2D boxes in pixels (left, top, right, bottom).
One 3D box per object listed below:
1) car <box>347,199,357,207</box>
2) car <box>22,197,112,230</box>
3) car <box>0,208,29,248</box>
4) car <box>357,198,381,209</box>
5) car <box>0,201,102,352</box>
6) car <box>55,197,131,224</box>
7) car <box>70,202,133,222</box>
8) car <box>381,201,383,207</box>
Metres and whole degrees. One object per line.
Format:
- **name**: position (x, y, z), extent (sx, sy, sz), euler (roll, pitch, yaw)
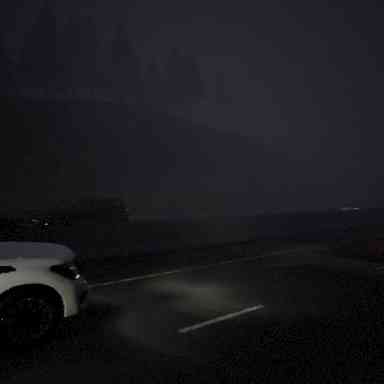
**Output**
- **car**: position (28.646, 1.881, 57.308), extent (5.008, 1.535, 1.882), euler (0, 0, -38)
- **car**: position (-8.678, 1.358, 23.405), extent (5.566, 2.045, 2.150), euler (1, -1, -38)
- **car**: position (-9.743, 1.552, 13.907), extent (5.008, 1.535, 1.882), euler (0, 0, -34)
- **car**: position (28.814, 1.881, 53.011), extent (4.892, 1.490, 1.837), euler (0, 0, -38)
- **car**: position (-4.376, 1.244, 4.600), extent (5.566, 2.045, 2.150), euler (0, 0, -35)
- **car**: position (-6.621, 1.344, 20.568), extent (5.566, 2.045, 2.150), euler (1, -1, -38)
- **car**: position (-7.690, 1.676, 28.644), extent (4.892, 1.490, 1.837), euler (1, -1, -38)
- **car**: position (30.998, 1.963, 50.273), extent (4.718, 1.301, 1.895), euler (0, 0, -38)
